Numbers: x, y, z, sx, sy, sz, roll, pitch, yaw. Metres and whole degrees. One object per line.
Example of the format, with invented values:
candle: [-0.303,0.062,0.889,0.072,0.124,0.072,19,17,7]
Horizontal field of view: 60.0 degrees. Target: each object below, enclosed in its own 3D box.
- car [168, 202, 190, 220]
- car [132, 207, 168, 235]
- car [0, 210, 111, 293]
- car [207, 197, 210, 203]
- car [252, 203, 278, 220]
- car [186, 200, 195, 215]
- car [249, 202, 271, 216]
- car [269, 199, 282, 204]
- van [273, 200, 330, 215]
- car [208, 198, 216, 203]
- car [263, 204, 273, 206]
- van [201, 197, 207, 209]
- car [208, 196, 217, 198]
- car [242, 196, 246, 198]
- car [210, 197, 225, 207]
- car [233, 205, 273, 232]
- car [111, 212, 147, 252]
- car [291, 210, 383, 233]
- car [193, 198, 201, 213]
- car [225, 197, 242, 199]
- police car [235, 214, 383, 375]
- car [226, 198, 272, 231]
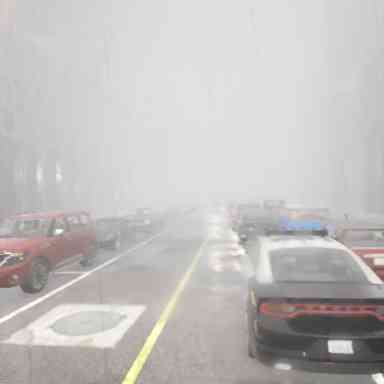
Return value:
car: [-1.709,1.942,32.051,2.008,1.369,4.403,-1,-1,7]
car: [-3.057,1.738,20.861,1.967,1.590,4.097,-1,-1,7]
car: [-4.406,1.519,9.670,2.192,1.841,5.009,-1,-1,7]
car: [1.636,2.150,59.861,1.752,1.417,4.829,-1,-1,7]
car: [6.754,1.761,31.045,1.947,1.339,4.313,-1,-1,7]
car: [-1.057,1.962,37.478,1.752,1.417,4.829,-1,-1,7]
car: [7.428,1.808,36.641,1.947,1.339,4.313,-1,-1,7]
car: [6.077,1.463,25.452,2.192,1.841,5.009,-1,-1,7]
van: [4.731,1.396,14.259,1.690,1.788,3.998,-1,-1,7]
car: [5.695,2.468,93.604,1.887,1.381,4.507,-1,-1,7]
car: [5.408,1.646,19.853,1.887,1.381,4.507,-1,-1,7]
van: [0.980,1.920,54.436,1.690,1.788,3.998,-1,-1,7]
car: [4.345,2.136,82.415,2.192,1.841,5.009,-1,-1,7]
car: [10.793,2.023,64.622,1.887,1.381,4.507,-1,-1,7]
car: [5.087,2.213,65.433,1.895,1.301,4.718,-1,-1,7]
car: [3.054,1.615,15.904,1.837,1.490,4.892,-1,-1,7]
car: [-3.728,1.816,15.263,1.947,1.339,4.313,-1,-1,7]
car: [4.059,1.448,8.662,1.967,1.590,4.097,-1,-1,7]
car: [-0.365,1.925,43.243,1.967,1.590,4.097,-1,-1,7]
car: [5.537,1.840,43.833,1.882,1.535,5.008,-1,0,7]
police car: [1.871,1.453,6.085,1.930,1.638,5.238,-1,-1,7]
car: [3.505,1.516,21.772,2.097,1.767,4.553,-1,-1,2]
